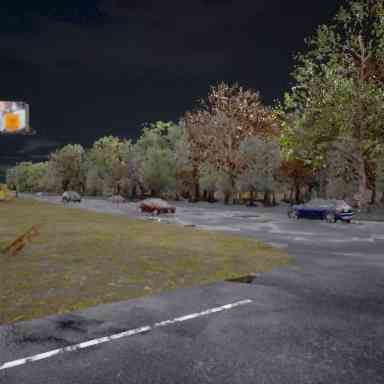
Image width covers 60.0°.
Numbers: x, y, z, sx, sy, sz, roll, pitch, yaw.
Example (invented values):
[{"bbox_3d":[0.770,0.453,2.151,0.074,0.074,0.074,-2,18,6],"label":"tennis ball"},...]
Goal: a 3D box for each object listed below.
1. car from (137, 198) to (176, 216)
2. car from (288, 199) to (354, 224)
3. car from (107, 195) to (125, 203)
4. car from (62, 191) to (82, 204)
[{"bbox_3d":[-3.339,1.314,30.626,1.882,1.535,5.008,0,0,-34],"label":"car"},{"bbox_3d":[9.333,1.258,24.450,2.097,1.767,4.553,0,0,-35],"label":"car"},{"bbox_3d":[-13.202,1.226,57.583,1.994,1.385,4.181,0,0,-34],"label":"car"},{"bbox_3d":[-20.029,0.892,55.146,2.150,2.045,5.566,0,0,-33],"label":"car"}]
